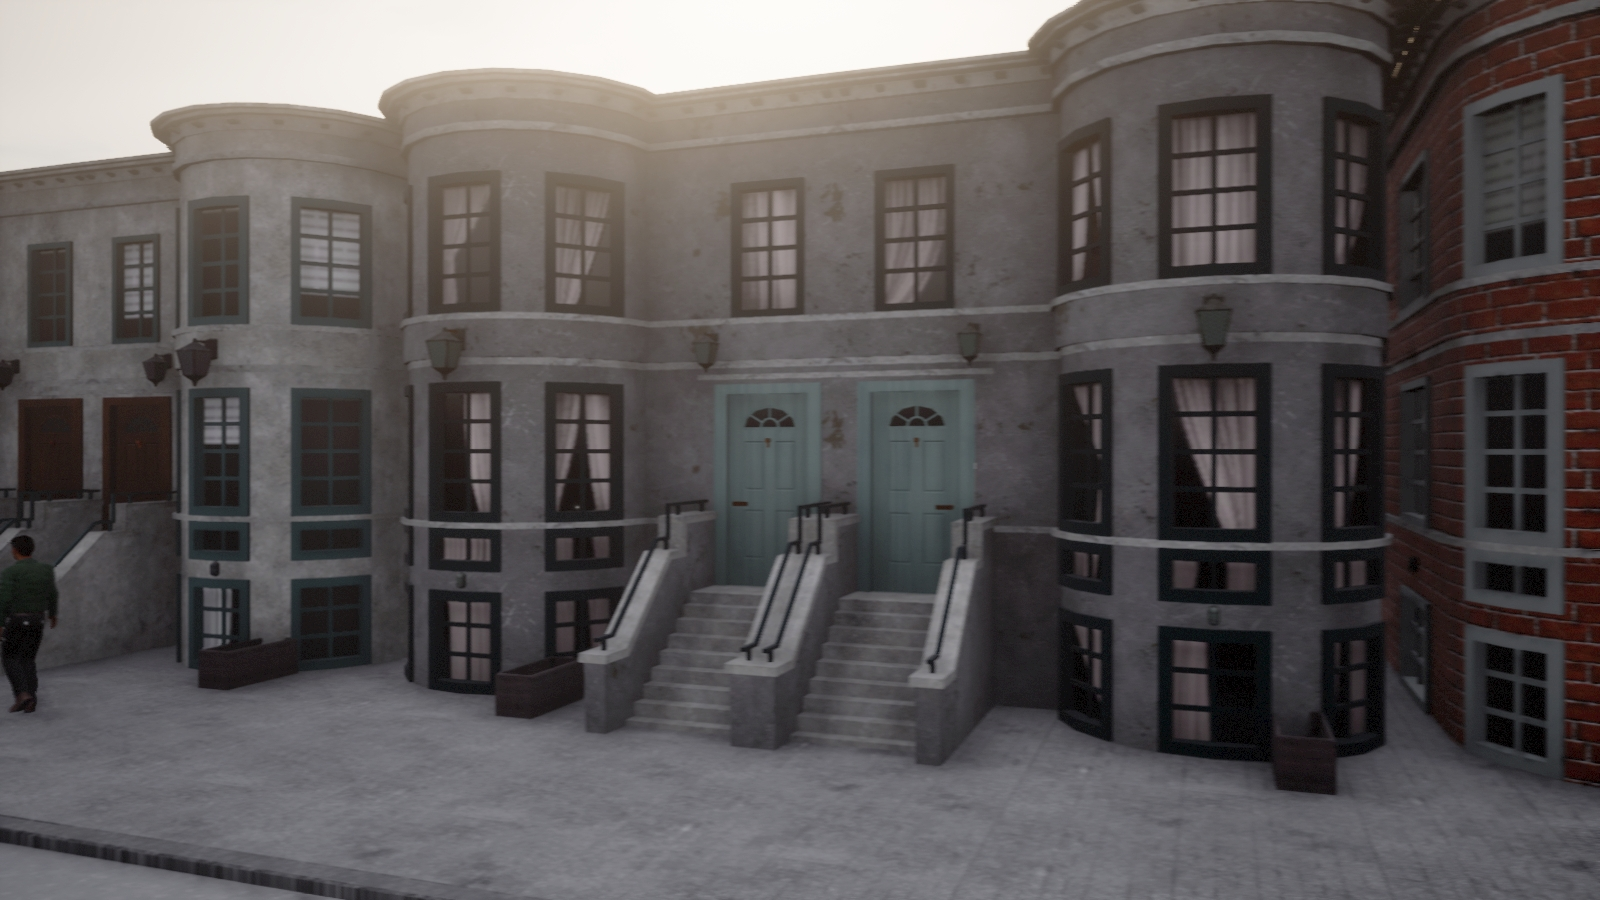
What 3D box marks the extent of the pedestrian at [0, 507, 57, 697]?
[{"bbox_3d":[-7.866,1.525,11.632,0.375,1.860,0.375,0,0,29],"label":"pedestrian"}]
